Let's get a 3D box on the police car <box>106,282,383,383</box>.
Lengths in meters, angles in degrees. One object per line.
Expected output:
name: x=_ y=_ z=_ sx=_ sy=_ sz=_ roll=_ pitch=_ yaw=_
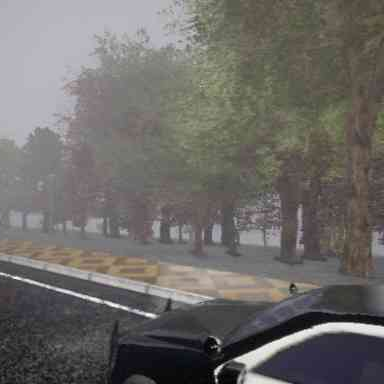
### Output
police car: x=1.387 y=1.505 z=2.576 sx=4.974 sy=1.542 sz=2.038 roll=0 pitch=0 yaw=35
